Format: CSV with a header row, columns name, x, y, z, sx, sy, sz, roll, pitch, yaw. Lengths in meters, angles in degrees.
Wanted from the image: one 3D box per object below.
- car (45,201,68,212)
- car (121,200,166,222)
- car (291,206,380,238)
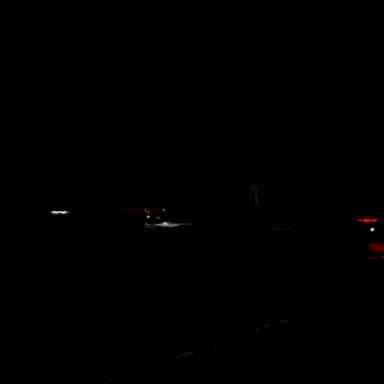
name,x,y,z,sx,sy,sz,roll,pitch,yaw
car,-18.207,1.876,44.606,1.994,1.385,4.181,0,-1,-40
car,-4.099,1.497,27.873,2.097,1.767,4.553,0,-1,-40
car,7.541,1.556,18.055,1.837,1.490,4.892,2,-2,-26
